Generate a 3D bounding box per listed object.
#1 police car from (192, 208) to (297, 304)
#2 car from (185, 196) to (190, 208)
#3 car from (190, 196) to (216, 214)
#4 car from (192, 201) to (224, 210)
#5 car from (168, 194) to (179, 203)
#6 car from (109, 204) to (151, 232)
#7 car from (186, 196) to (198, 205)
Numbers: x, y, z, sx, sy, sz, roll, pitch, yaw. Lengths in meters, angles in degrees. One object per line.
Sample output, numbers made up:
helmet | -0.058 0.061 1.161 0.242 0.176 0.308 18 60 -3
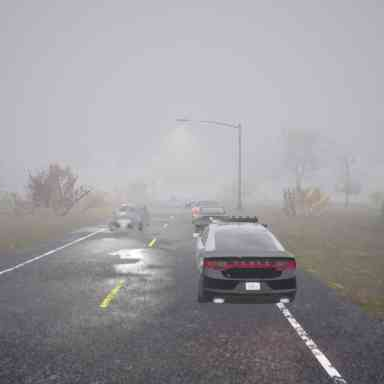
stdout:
police car | 1.052 1.419 8.334 1.930 1.638 5.238 0 0 0
car | 0.040 1.525 45.475 1.895 1.301 4.718 0 0 0
car | 1.055 1.324 24.197 2.097 1.767 4.553 0 0 0
car | 1.054 1.488 18.225 1.837 1.490 4.892 0 0 0
car | -3.573 1.211 65.107 2.097 1.767 4.553 0 0 -1
car | -3.596 1.471 19.961 2.128 1.511 4.902 0 0 0
car | 0.007 1.431 58.620 2.033 1.411 5.357 0 0 0
